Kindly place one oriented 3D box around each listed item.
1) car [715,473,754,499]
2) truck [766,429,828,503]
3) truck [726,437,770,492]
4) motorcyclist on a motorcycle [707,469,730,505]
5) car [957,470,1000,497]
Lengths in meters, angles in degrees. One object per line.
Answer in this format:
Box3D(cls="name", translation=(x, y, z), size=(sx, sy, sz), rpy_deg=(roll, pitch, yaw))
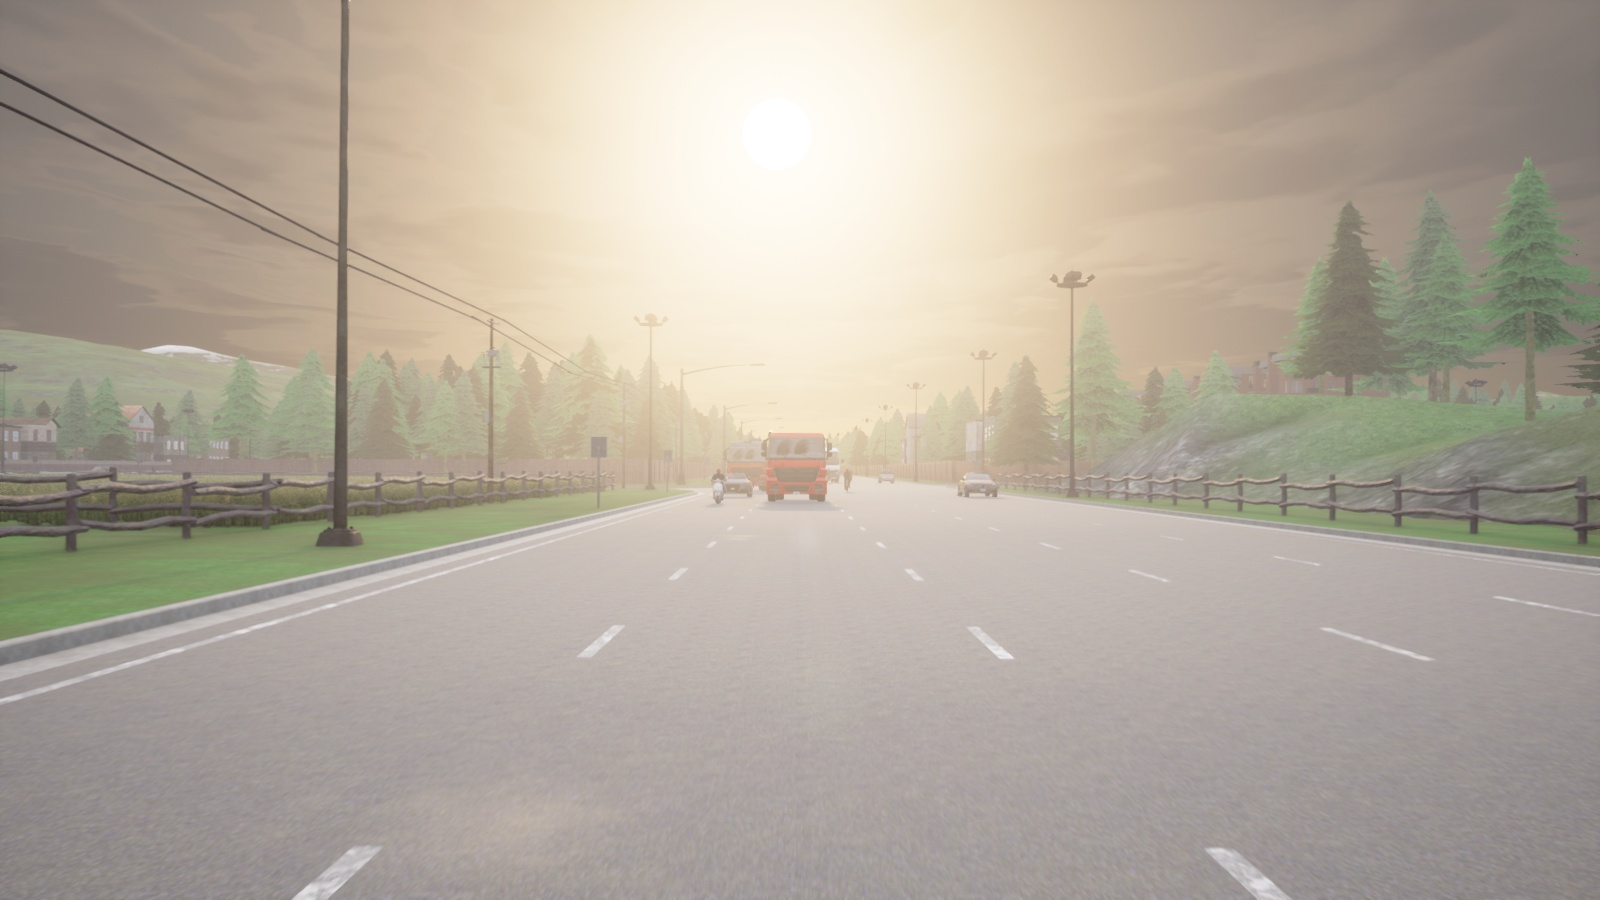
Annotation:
Box3D(cls="car", translation=(-3.671, 1.984, 70.662), size=(1.994, 1.385, 4.181), rpy_deg=(0, -1, 0))
Box3D(cls="truck", translation=(-0.157, 0.806, 62.995), size=(2.891, 3.462, 7.936), rpy_deg=(0, -1, 0))
Box3D(cls="truck", translation=(-3.727, 1.081, 91.731), size=(2.891, 3.827, 8.468), rpy_deg=(0, -1, 0))
Box3D(cls="motorcyclist on a motorcycle", translation=(-3.636, 1.649, 56.152), size=(0.866, 1.590, 1.817), rpy_deg=(0, -1, 0))
Box3D(cls="car", translation=(10.323, 1.926, 72.969), size=(1.812, 1.442, 4.674), rpy_deg=(0, -1, 0))
